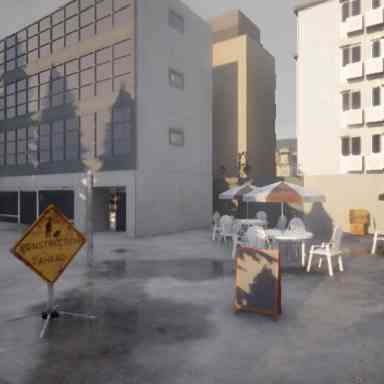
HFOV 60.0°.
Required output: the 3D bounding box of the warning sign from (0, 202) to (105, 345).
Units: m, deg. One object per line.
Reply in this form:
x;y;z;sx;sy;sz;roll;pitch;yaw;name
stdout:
-2.247;1.116;5.288;1.060;1.860;1.300;0;0;35;warning sign
